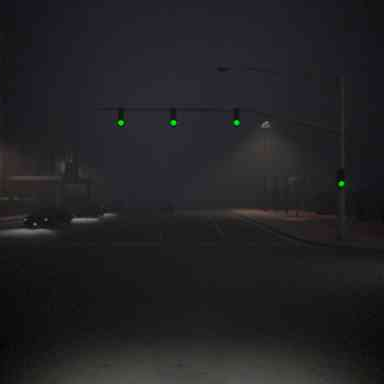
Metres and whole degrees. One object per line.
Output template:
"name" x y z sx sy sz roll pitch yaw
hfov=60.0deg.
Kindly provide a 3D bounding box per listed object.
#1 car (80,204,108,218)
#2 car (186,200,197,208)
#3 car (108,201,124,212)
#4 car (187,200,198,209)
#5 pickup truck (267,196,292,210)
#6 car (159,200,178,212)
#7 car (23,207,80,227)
"car" -10.599 1.931 35.013 1.994 1.385 4.181 0 -1 0
"car" -0.018 2.221 64.207 2.033 1.411 5.357 0 -1 0
"car" -10.582 1.967 45.379 2.128 1.511 4.902 0 -1 0
"car" 0.084 2.172 54.414 1.895 1.301 4.718 0 -1 0
"pickup truck" 13.107 1.578 49.425 2.390 2.098 6.274 0 -1 30
"car" -3.414 2.048 46.172 1.994 1.385 4.181 0 -1 0
"car" -10.595 1.812 25.140 2.033 1.411 5.357 0 -1 0
